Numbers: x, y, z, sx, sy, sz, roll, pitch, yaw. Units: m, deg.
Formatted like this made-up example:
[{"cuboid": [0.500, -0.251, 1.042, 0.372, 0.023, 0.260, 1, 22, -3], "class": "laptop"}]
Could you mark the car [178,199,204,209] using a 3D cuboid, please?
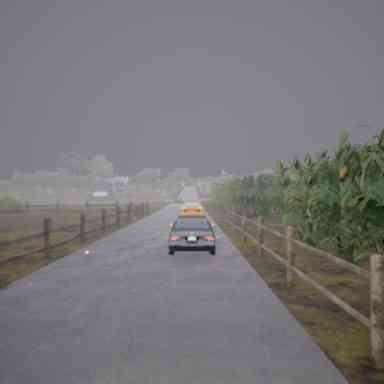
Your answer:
[{"cuboid": [0.008, 1.713, 29.492, 1.882, 1.535, 5.008, 0, 0, 0], "class": "car"}]

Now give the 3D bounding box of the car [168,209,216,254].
[{"cuboid": [0.002, 1.672, 13.980, 2.033, 1.411, 5.357, 0, 0, 0], "class": "car"}]

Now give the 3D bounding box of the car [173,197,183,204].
[{"cuboid": [-2.749, 1.728, 67.972, 1.994, 1.385, 4.181, 0, 1, 0], "class": "car"}]
